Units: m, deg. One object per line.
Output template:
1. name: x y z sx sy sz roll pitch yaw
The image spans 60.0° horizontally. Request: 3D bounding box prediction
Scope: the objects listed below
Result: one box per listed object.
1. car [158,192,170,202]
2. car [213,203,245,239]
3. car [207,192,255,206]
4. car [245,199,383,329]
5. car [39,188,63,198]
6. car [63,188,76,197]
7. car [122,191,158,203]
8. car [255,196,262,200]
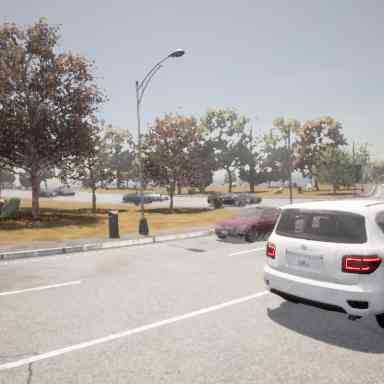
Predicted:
1. car: -5.287 0.620 46.994 4.674 1.442 1.812 1 3 33
2. car: 3.117 1.417 15.734 4.674 1.442 1.812 -2 1 -42
3. car: 3.996 0.834 36.825 4.902 1.511 2.128 0 3 33
4. car: 3.852 1.174 6.995 5.566 2.045 2.150 -1 0 -39
5. car: -24.331 0.167 55.219 4.902 1.511 2.128 2 4 33
6. car: -22.819 0.044 58.414 5.357 1.411 2.033 2 4 33
7. car: -7.210 0.786 44.074 4.674 1.442 1.812 2 4 33
8. car: 6.169 0.739 39.586 4.181 1.385 1.994 0 3 33
